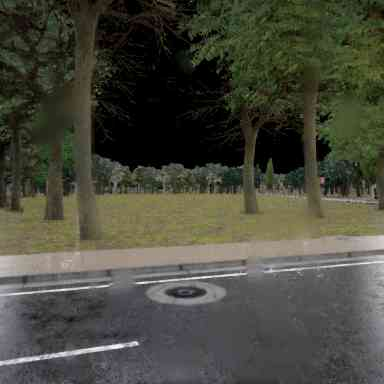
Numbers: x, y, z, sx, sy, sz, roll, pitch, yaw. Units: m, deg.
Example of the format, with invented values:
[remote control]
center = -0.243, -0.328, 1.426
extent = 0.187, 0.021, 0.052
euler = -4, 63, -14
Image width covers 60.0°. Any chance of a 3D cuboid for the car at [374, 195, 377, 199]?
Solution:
[car]
center = 44.977, 1.297, 79.667
extent = 1.895, 1.301, 4.718
euler = 0, 0, 5
